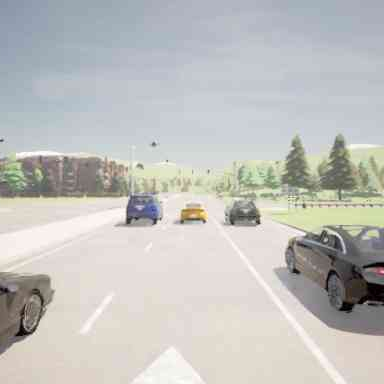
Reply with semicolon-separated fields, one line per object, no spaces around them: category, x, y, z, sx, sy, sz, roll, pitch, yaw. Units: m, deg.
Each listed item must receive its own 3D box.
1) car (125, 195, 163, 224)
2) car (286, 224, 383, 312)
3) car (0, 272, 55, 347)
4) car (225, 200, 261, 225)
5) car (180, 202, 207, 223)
car;-3.404;1.199;24.334;2.150;2.045;5.566;0;0;0
car;3.599;1.485;7.646;2.128;1.511;4.902;0;0;0
car;-3.400;1.544;3.585;2.033;1.411;5.357;0;0;0
car;3.597;1.331;24.287;2.097;1.767;4.553;0;0;0
car;0.096;1.456;25.001;1.882;1.535;5.008;0;0;0
